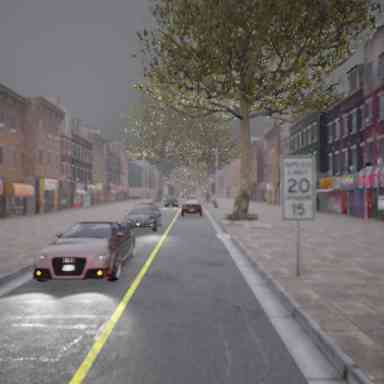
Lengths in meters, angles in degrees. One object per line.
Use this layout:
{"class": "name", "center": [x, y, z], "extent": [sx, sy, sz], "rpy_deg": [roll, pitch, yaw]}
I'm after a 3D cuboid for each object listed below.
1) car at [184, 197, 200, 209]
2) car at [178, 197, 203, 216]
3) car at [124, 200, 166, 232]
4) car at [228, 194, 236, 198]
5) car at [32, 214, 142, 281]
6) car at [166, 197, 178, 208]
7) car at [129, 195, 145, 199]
{"class": "car", "center": [0.027, 1.408, 44.168], "extent": [1.994, 1.385, 4.181], "rpy_deg": [0, 0, 1]}
{"class": "car", "center": [0.001, 1.369, 31.048], "extent": [1.882, 1.535, 5.008], "rpy_deg": [0, 0, 0]}
{"class": "car", "center": [-2.845, 1.448, 19.960], "extent": [1.837, 1.490, 4.892], "rpy_deg": [0, 0, 0]}
{"class": "car", "center": [12.132, 1.140, 90.266], "extent": [4.829, 1.417, 1.752], "rpy_deg": [-1, -1, 0]}
{"class": "car", "center": [-2.851, 1.555, 9.674], "extent": [1.994, 1.385, 4.181], "rpy_deg": [0, 0, 0]}
{"class": "car", "center": [-2.766, 1.393, 45.992], "extent": [2.033, 1.411, 5.357], "rpy_deg": [0, 0, 0]}
{"class": "car", "center": [-14.881, 1.460, 90.076], "extent": [4.507, 1.381, 1.887], "rpy_deg": [-1, -1, 0]}
